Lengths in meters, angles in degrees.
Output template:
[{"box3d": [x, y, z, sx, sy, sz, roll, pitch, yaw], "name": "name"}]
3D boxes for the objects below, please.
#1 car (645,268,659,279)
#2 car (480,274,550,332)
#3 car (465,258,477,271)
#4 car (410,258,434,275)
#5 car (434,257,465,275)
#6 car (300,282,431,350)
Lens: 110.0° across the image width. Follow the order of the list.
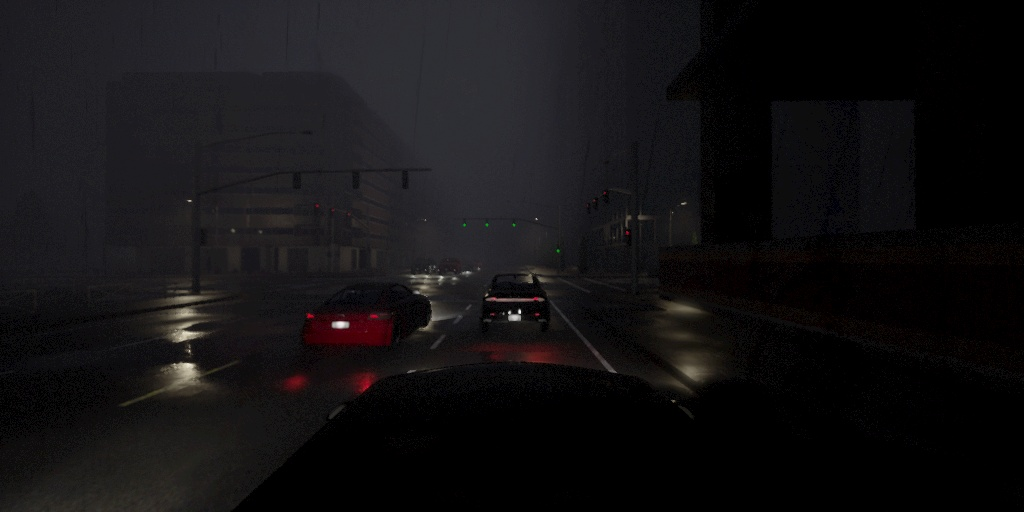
[{"box3d": [15.179, 1.470, 33.843, 4.902, 1.511, 2.128, 0, 0, 0], "name": "car"}, {"box3d": [0.097, 1.293, 11.146, 2.128, 1.511, 4.902, 0, 0, 1], "name": "car"}, {"box3d": [-7.246, 1.534, 56.306, 2.128, 1.511, 4.902, 0, 0, 1], "name": "car"}, {"box3d": [-10.942, 1.204, 44.720, 2.150, 2.045, 5.566, 0, 0, 2], "name": "car"}, {"box3d": [-7.365, 1.192, 42.881, 2.150, 2.045, 5.566, 0, 0, 0], "name": "car"}, {"box3d": [-3.426, 1.355, 9.180, 1.994, 1.385, 4.181, 0, 0, 0], "name": "car"}]
